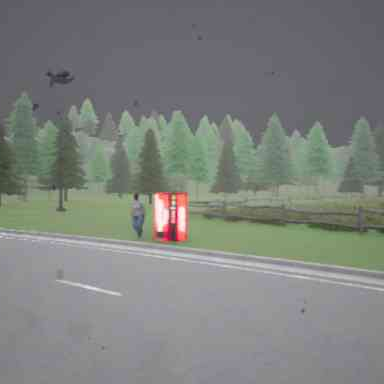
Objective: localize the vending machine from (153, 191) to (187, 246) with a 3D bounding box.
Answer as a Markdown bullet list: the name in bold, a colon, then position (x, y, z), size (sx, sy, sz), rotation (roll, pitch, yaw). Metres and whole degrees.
- **vending machine**: position (-0.870, 1.012, 13.362), size (0.880, 2.100, 1.100), rotation (1, 1, 31)

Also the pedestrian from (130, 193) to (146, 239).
- **pedestrian**: position (-2.170, 0.954, 13.304), size (0.375, 1.860, 0.375), rotation (1, 1, 30)
